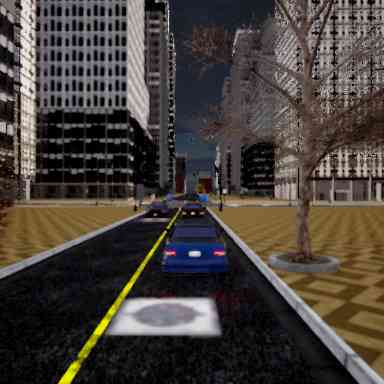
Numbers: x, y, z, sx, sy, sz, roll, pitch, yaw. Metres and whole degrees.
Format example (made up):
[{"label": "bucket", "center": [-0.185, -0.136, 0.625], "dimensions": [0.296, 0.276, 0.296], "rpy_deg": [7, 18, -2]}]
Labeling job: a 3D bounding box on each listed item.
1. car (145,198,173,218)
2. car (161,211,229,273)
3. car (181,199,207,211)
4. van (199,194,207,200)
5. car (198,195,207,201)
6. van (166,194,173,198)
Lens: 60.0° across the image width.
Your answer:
[{"label": "car", "center": [-3.090, 1.538, 30.773], "dimensions": [2.033, 1.411, 5.357], "rpy_deg": [0, 0, 0]}, {"label": "car", "center": [0.080, 1.544, 10.577], "dimensions": [2.033, 1.411, 5.357], "rpy_deg": [0, 0, 0]}, {"label": "car", "center": [0.079, 1.539, 25.988], "dimensions": [2.033, 1.411, 5.357], "rpy_deg": [0, 0, 0]}, {"label": "van", "center": [2.665, 1.308, 76.965], "dimensions": [1.690, 1.788, 3.998], "rpy_deg": [0, 0, 0]}, {"label": "car", "center": [2.593, 1.508, 82.503], "dimensions": [1.887, 1.381, 4.507], "rpy_deg": [0, 0, 0]}, {"label": "van", "center": [-5.790, 1.302, 88.068], "dimensions": [1.690, 1.788, 3.998], "rpy_deg": [0, 0, 0]}]
